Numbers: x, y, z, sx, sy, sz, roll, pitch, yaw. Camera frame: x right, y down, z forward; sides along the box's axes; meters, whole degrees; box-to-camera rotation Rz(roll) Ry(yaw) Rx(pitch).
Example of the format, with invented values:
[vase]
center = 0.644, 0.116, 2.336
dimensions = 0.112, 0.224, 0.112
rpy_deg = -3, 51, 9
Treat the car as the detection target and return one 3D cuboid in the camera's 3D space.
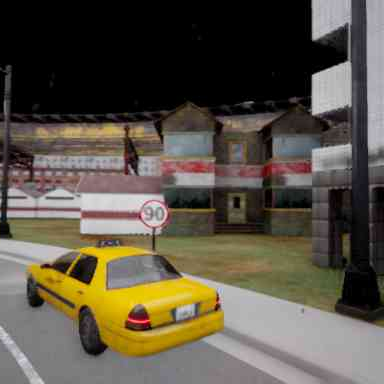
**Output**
[car]
center = -1.768, 1.691, 6.547
dimensions = 1.801, 1.575, 5.366
rpy_deg = 3, -3, -41
